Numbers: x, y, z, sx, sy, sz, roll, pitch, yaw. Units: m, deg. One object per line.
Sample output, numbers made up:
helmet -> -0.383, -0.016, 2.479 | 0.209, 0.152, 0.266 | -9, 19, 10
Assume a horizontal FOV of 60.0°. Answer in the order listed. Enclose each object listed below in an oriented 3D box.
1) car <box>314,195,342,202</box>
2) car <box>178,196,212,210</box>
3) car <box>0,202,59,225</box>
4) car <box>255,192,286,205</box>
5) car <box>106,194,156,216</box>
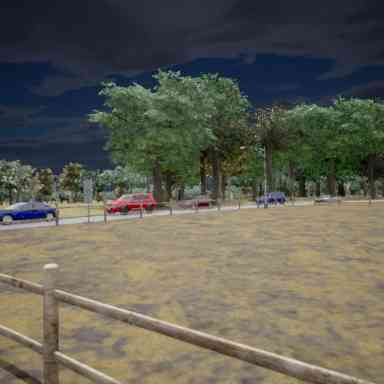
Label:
car -> 22.265, 1.154, 54.332 | 4.718, 1.301, 1.895 | -1, -2, -30
car -> 0.347, 1.258, 40.366 | 2.097, 1.767, 4.553 | -2, -1, 43
car -> -12.310, 1.505, 24.442 | 1.882, 1.535, 5.008 | -2, -1, 36
car -> 12.136, 1.061, 51.116 | 5.566, 2.045, 2.150 | -1, -1, -37
car -> -6.016, 1.195, 32.964 | 2.150, 2.045, 5.566 | -2, -1, 38
